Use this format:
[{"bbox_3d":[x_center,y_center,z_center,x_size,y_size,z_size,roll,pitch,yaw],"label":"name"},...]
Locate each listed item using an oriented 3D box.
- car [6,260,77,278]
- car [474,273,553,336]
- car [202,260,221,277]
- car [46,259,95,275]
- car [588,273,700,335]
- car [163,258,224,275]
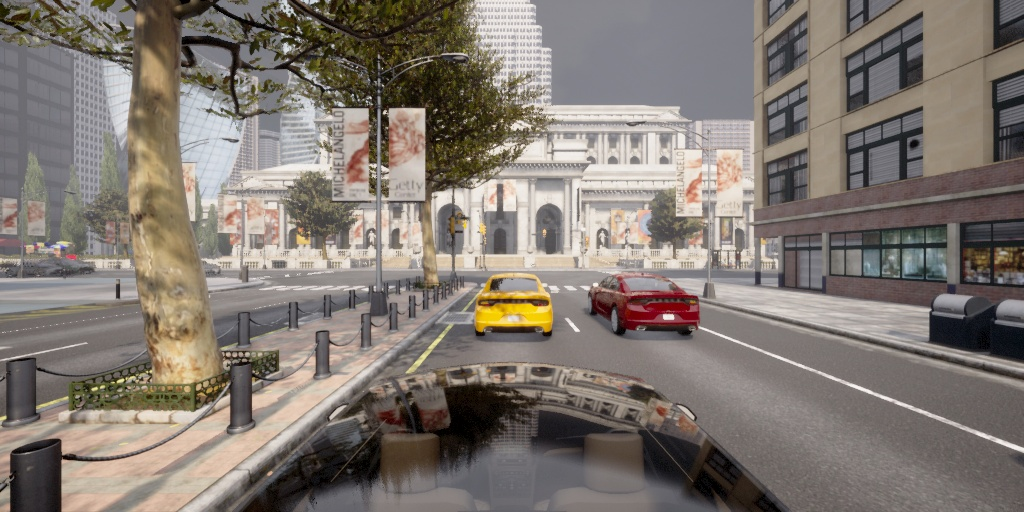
[{"bbox_3d":[-44.801,1.314,34.005,4.181,1.385,1.994,0,0,-1],"label":"car"},{"bbox_3d":[0.056,1.228,10.403,1.882,1.535,5.008,0,0,1],"label":"car"},{"bbox_3d":[-30.490,1.241,34.058,4.902,1.511,2.128,0,0,0],"label":"car"},{"bbox_3d":[-46.762,1.103,37.451,4.553,1.767,2.097,0,0,-3],"label":"car"},{"bbox_3d":[3.558,1.228,10.582,1.882,1.535,5.008,0,0,0],"label":"car"},{"bbox_3d":[-33.311,1.102,37.567,4.553,1.767,2.097,0,0,0],"label":"car"}]
